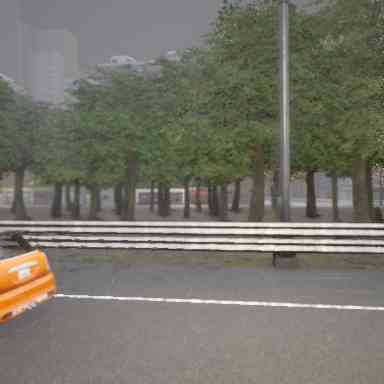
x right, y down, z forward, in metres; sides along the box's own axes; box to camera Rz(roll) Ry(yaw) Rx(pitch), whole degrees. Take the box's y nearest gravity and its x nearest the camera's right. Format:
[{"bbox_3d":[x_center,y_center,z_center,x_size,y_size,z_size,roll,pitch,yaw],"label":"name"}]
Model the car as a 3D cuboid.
[{"bbox_3d":[-4.987,1.436,6.031,4.553,1.767,2.097,0,-1,8],"label":"car"}]
